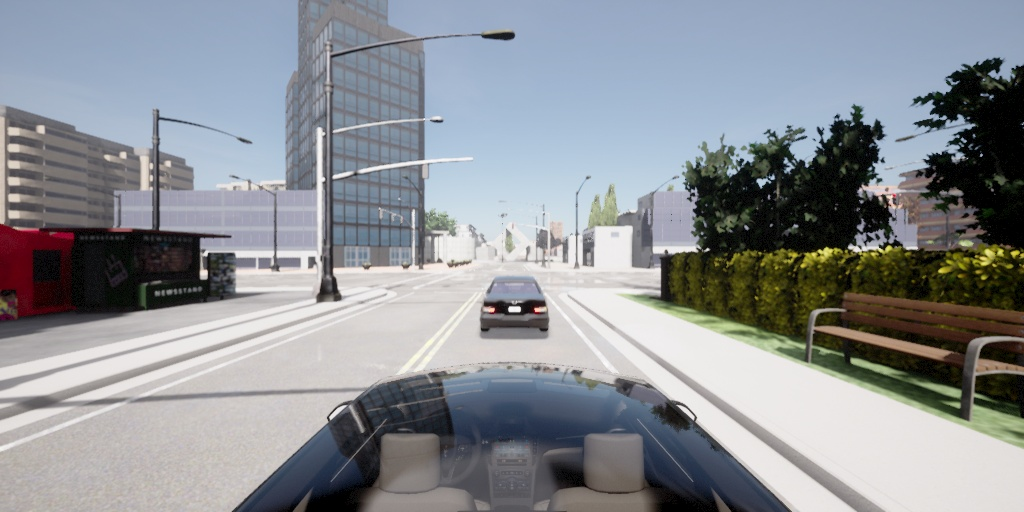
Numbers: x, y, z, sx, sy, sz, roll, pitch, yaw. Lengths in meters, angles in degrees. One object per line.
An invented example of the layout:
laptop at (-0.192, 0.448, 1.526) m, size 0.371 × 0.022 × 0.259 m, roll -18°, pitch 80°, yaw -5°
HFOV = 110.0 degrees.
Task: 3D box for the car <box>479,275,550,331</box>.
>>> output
car at (0.071, 1.287, 10.870) m, size 2.033 × 1.411 × 5.357 m, roll 0°, pitch 0°, yaw 0°
